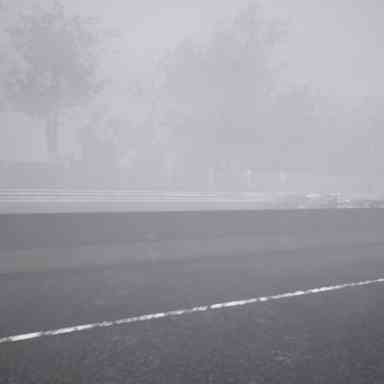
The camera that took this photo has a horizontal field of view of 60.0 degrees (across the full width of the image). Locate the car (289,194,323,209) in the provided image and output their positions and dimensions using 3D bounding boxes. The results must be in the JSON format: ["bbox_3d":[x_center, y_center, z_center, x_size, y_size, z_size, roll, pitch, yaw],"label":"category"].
[{"bbox_3d":[9.866,0.997,24.176,4.902,1.511,2.128,1,2,-26],"label":"car"}]

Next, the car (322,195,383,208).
[{"bbox_3d":[10.769,1.139,20.731,4.892,1.490,1.837,1,2,-26],"label":"car"}]

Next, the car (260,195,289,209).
[{"bbox_3d":[8.259,0.915,27.288,5.357,1.411,2.033,1,2,-26],"label":"car"}]
